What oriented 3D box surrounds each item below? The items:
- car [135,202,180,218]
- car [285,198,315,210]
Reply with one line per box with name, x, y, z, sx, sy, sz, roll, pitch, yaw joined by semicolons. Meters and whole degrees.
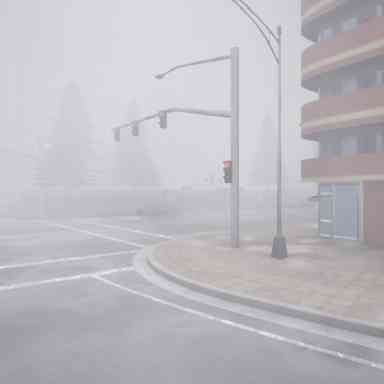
car;-3.177;1.619;31.015;4.181;1.385;1.994;0;0;-37
car;14.407;1.533;44.332;5.008;1.535;1.882;0;0;-37
